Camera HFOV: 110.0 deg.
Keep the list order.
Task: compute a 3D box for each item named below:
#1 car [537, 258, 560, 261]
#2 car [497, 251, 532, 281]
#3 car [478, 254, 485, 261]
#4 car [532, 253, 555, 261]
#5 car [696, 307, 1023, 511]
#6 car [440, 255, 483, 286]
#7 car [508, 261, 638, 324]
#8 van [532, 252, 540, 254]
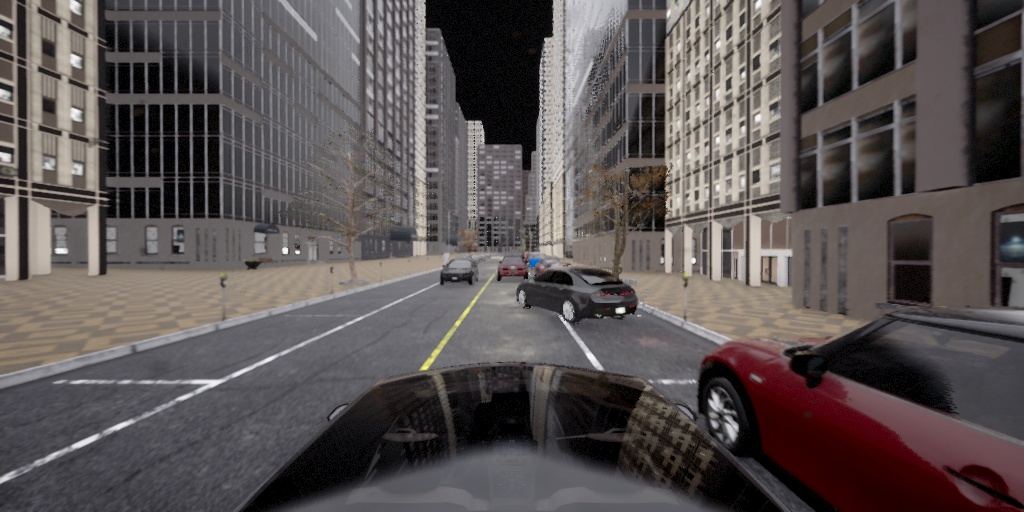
[{"bbox_3d":[2.692,0.989,20.751,1.888,1.381,4.507,0,0,0],"label":"car"},{"bbox_3d":[0.068,0.720,25.373,2.097,1.767,4.553,0,1,0],"label":"car"},{"bbox_3d":[-5.688,0.444,54.570,2.007,1.370,4.403,0,0,0],"label":"car"},{"bbox_3d":[2.692,0.792,26.392,1.967,1.591,4.097,0,0,0],"label":"car"},{"bbox_3d":[3.113,1.095,2.166,2.097,1.767,4.553,0,1,0],"label":"car"},{"bbox_3d":[-3.096,0.903,21.854,1.882,1.535,5.008,0,1,0],"label":"car"},{"bbox_3d":[1.797,1.101,11.437,1.837,1.490,4.892,-1,2,-25],"label":"car"},{"bbox_3d":[2.692,0.511,37.673,1.690,1.789,3.998,0,0,0],"label":"van"}]
